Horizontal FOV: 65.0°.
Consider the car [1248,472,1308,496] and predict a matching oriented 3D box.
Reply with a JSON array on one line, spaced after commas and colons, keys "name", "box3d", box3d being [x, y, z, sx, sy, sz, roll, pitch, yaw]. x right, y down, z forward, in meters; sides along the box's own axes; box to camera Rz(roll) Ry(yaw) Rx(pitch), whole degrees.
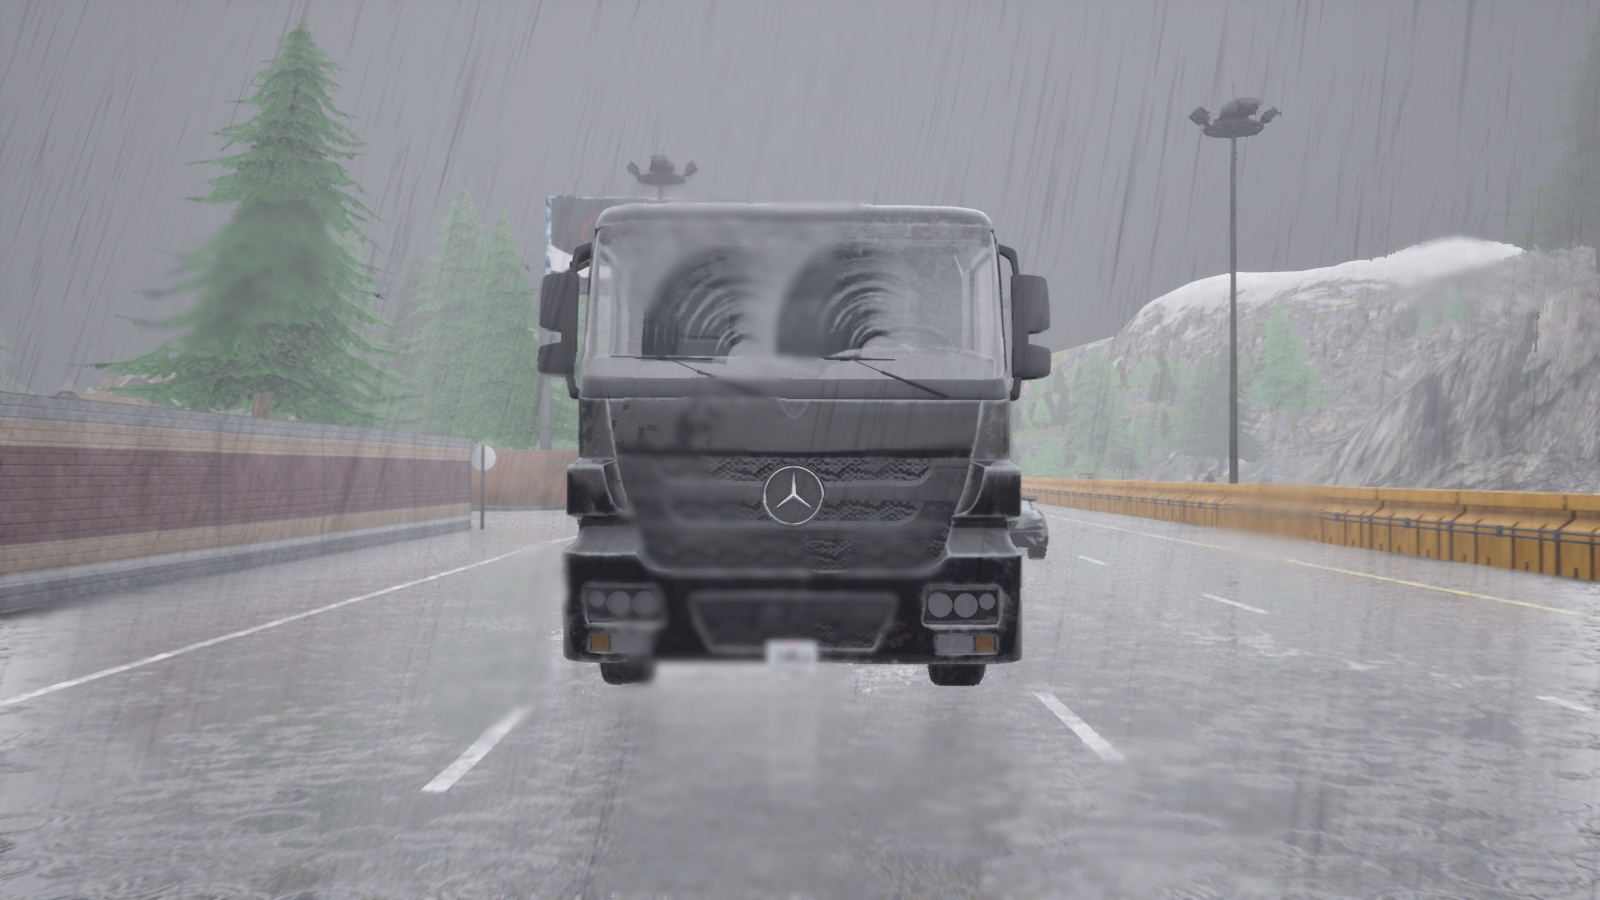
[{"name": "car", "box3d": [28.414, 2.015, 74.804, 1.994, 1.385, 4.181, 0, -1, 1]}]

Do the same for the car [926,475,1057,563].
[{"name": "car", "box3d": [3.454, 1.205, 23.353, 1.816, 1.474, 4.193, 0, -1, 0]}]

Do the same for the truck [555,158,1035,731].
[{"name": "truck", "box3d": [-0.049, 0.027, 11.573, 2.891, 3.462, 7.936, 0, -1, 0]}]
